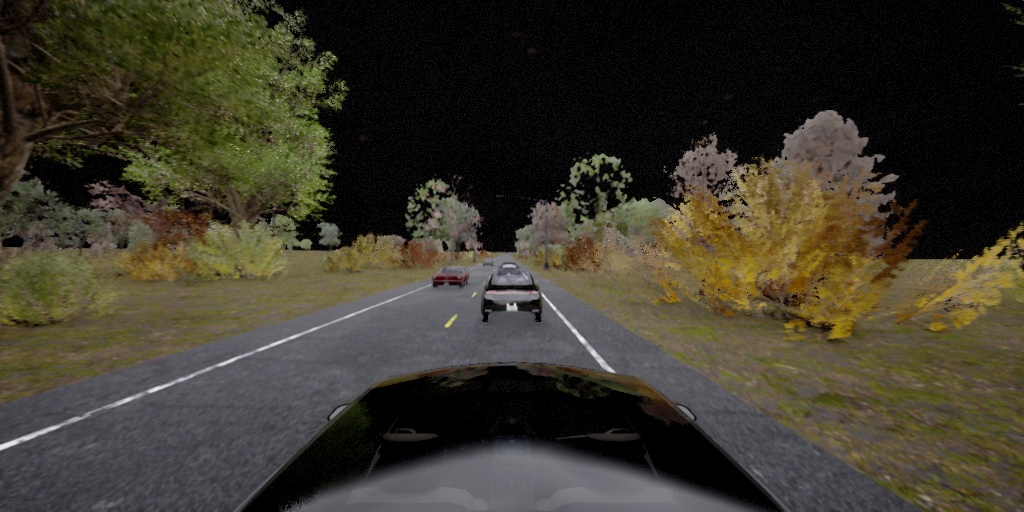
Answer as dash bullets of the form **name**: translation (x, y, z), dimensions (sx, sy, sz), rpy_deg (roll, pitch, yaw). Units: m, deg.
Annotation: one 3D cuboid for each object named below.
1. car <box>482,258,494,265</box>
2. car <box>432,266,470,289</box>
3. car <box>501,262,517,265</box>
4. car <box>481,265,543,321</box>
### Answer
- **car**: translation (-4.329, 1.143, 65.197), dimensions (1.837, 1.490, 4.892), rpy_deg (0, 0, 0)
- **car**: translation (-3.843, 1.323, 23.093), dimensions (1.895, 1.301, 4.718), rpy_deg (0, 0, -1)
- **car**: translation (-0.244, 1.249, 30.203), dimensions (1.812, 1.442, 4.674), rpy_deg (0, 0, -1)
- **car**: translation (-0.020, 1.235, 12.374), dimensions (2.128, 1.511, 4.902), rpy_deg (0, 0, -1)
